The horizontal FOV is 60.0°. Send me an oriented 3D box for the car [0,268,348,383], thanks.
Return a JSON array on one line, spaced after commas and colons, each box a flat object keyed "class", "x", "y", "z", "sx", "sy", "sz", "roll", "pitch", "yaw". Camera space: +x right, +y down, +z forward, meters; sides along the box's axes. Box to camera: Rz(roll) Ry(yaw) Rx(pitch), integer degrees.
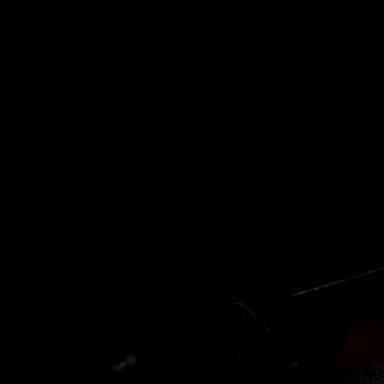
[{"class": "car", "x": -0.516, "y": 1.608, "z": 3.359, "sx": 4.718, "sy": 1.301, "sz": 1.895, "roll": 0, "pitch": 0, "yaw": -36}]
